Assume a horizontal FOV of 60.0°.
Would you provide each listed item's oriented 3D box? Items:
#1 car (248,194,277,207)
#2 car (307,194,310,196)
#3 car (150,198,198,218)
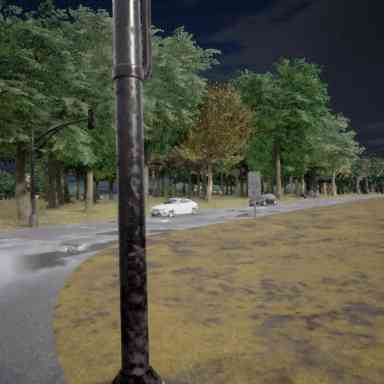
[{"bbox_3d":[8.389,0.962,39.165,1.837,1.490,4.892,-3,-1,37],"label":"car"},{"bbox_3d":[17.902,0.419,51.526,2.033,1.411,5.357,-3,-1,37],"label":"car"},{"bbox_3d":[-1.310,1.228,26.435,1.812,1.442,4.674,-3,-1,37],"label":"car"}]
